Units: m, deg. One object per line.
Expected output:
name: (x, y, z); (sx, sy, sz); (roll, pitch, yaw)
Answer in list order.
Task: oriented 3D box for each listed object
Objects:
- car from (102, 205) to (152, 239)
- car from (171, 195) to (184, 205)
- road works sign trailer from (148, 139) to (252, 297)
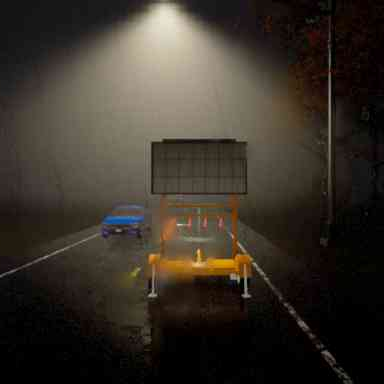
car: (-3.286, 1.471, 17.565); (1.882, 1.535, 5.008); (0, 0, 1)
car: (-2.571, 1.318, 60.131); (2.097, 1.767, 4.553); (0, 0, 1)
road works sign trailer: (0.181, 0.462, 8.519); (2.380, 3.560, 2.880); (0, 0, 1)
